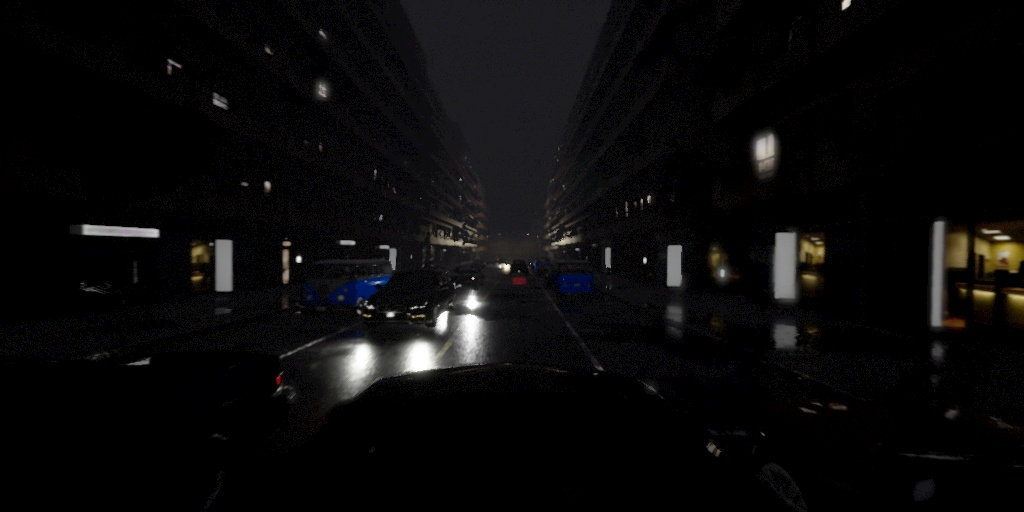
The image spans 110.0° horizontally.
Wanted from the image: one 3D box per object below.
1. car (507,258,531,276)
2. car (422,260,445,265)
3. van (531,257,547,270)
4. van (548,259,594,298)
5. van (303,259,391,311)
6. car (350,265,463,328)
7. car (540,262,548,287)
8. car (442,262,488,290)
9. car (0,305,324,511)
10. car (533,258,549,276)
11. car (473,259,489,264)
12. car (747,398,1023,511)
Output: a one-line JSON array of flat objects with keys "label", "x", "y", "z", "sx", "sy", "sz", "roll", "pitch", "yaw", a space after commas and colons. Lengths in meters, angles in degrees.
[{"label": "car", "x": 0.718, "y": 1.157, "z": 36.293, "sx": 1.837, "sy": 1.490, "sz": 4.892, "roll": 1, "pitch": 1, "yaw": 1}, {"label": "car", "x": -5.322, "y": 1.064, "z": 23.884, "sx": 1.967, "sy": 1.591, "sz": 4.097, "roll": 0, "pitch": 0, "yaw": 1}, {"label": "van", "x": 3.386, "y": 1.006, "z": 40.776, "sx": 1.690, "sy": 1.789, "sz": 3.998, "roll": 0, "pitch": 0, "yaw": 1}, {"label": "van", "x": 2.962, "y": 1.066, "z": 18.041, "sx": 1.690, "sy": 1.789, "sz": 3.998, "roll": 0, "pitch": 0, "yaw": 1}, {"label": "van", "x": -5.504, "y": 0.999, "z": 12.516, "sx": 1.690, "sy": 1.789, "sz": 3.998, "roll": 0, "pitch": 0, "yaw": 1}, {"label": "car", "x": -2.949, "y": 1.192, "z": 11.253, "sx": 1.837, "sy": 1.490, "sz": 4.892, "roll": 1, "pitch": 0, "yaw": 1}, {"label": "car", "x": 3.066, "y": 1.291, "z": 23.724, "sx": 1.802, "sy": 1.307, "sz": 4.207, "roll": 0, "pitch": 0, "yaw": 1}, {"label": "car", "x": -2.753, "y": 1.258, "z": 21.381, "sx": 1.895, "sy": 1.301, "sz": 4.718, "roll": 1, "pitch": 0, "yaw": 1}, {"label": "car", "x": -3.138, "y": 1.267, "z": 1.232, "sx": 2.033, "sy": 1.411, "sz": 5.357, "roll": 1, "pitch": 0, "yaw": 1}, {"label": "car", "x": 3.282, "y": 1.204, "z": 35.262, "sx": 1.751, "sy": 1.417, "sz": 4.829, "roll": 0, "pitch": 0, "yaw": 1}, {"label": "car", "x": -4.780, "y": 1.139, "z": 52.302, "sx": 1.802, "sy": 1.307, "sz": 4.207, "roll": 0, "pitch": 0, "yaw": 1}, {"label": "car", "x": 2.649, "y": 1.323, "z": 0.989, "sx": 1.888, "sy": 1.381, "sz": 4.507, "roll": 0, "pitch": 0, "yaw": 1}]
